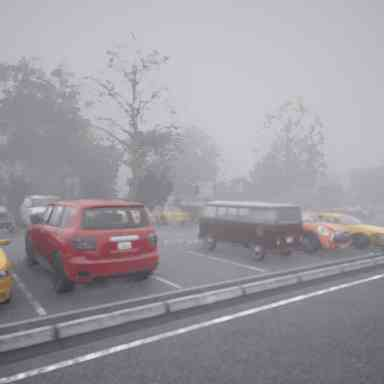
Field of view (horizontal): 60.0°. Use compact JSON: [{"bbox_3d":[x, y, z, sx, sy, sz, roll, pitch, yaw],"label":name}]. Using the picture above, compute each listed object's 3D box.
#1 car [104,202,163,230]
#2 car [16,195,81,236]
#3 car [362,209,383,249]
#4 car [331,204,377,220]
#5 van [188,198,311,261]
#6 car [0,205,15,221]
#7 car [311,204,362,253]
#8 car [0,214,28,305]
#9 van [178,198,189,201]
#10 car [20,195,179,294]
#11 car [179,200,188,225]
[{"bbox_3d":[-4.287,1.588,23.514,1.946,1.575,5.366,1,-1,-36],"label":"car"},{"bbox_3d":[-8.798,1.241,20.003,2.435,2.045,5.566,1,0,-36],"label":"car"},{"bbox_3d":[6.997,1.693,16.065,1.946,1.575,5.366,2,-1,-36],"label":"car"},{"bbox_3d":[19.681,2.410,40.558,2.185,1.767,4.553,3,-2,-35],"label":"car"},{"bbox_3d":[1.993,1.345,12.833,1.878,1.987,4.442,1,-1,-36],"label":"van"},{"bbox_3d":[-11.073,1.460,18.378,2.231,1.521,4.892,1,0,-36],"label":"car"},{"bbox_3d":[4.506,1.503,14.537,2.185,1.767,4.553,2,-1,-36],"label":"car"},{"bbox_3d":[-5.324,1.440,7.403,2.097,1.535,5.008,1,0,-36],"label":"car"},{"bbox_3d":[0.320,1.485,26.458,1.878,1.987,4.442,2,-1,-36],"label":"van"},{"bbox_3d":[-2.976,1.220,9.139,2.435,2.045,5.566,1,-1,-36],"label":"car"},{"bbox_3d":[-2.128,1.643,25.068,1.946,1.575,5.366,2,-1,-36],"label":"car"}]
